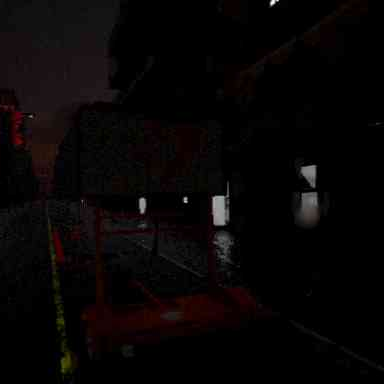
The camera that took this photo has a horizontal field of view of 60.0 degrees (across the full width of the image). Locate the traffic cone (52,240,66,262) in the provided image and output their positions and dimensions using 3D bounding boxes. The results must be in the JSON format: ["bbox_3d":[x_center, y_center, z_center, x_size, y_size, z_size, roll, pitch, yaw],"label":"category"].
[{"bbox_3d":[-4.478,2.039,11.271,0.340,0.580,0.340,-1,0,-24],"label":"traffic cone"}]

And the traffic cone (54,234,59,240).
[{"bbox_3d":[-5.285,2.057,13.101,0.340,0.580,0.340,-1,0,-24],"label":"traffic cone"}]

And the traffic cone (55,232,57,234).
[{"bbox_3d":[-6.093,2.076,14.931,0.340,0.580,0.340,-1,0,-24],"label":"traffic cone"}]

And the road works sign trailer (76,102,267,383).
[{"bbox_3d":[-0.605,0.476,5.340,2.380,3.560,2.880,-1,0,-24],"label":"road works sign trailer"}]
